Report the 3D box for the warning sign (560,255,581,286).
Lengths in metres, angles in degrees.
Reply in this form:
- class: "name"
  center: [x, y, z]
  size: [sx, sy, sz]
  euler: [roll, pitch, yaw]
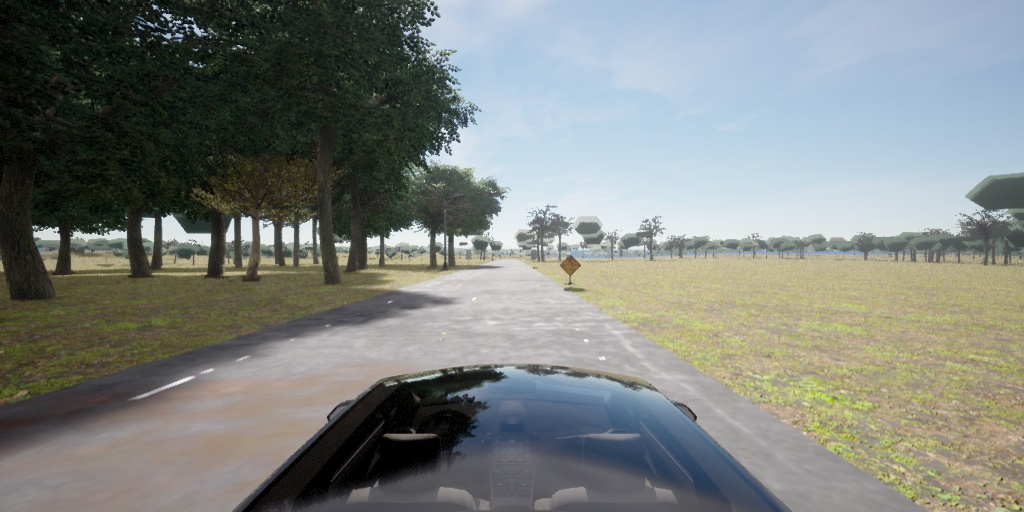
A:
- class: "warning sign"
  center: [3.550, 0.855, 21.932]
  size: [1.300, 1.860, 1.060]
  euler: [0, 0, 0]
